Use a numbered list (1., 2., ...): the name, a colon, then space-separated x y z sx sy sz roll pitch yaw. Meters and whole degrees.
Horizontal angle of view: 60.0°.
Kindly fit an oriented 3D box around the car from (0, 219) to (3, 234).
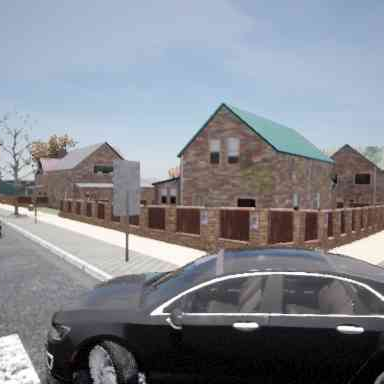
1. car: -11.465 1.512 17.884 2.033 1.411 5.357 0 0 -36

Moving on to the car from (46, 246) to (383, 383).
1. car: 0.696 1.492 4.145 4.892 1.490 1.837 0 3 8
